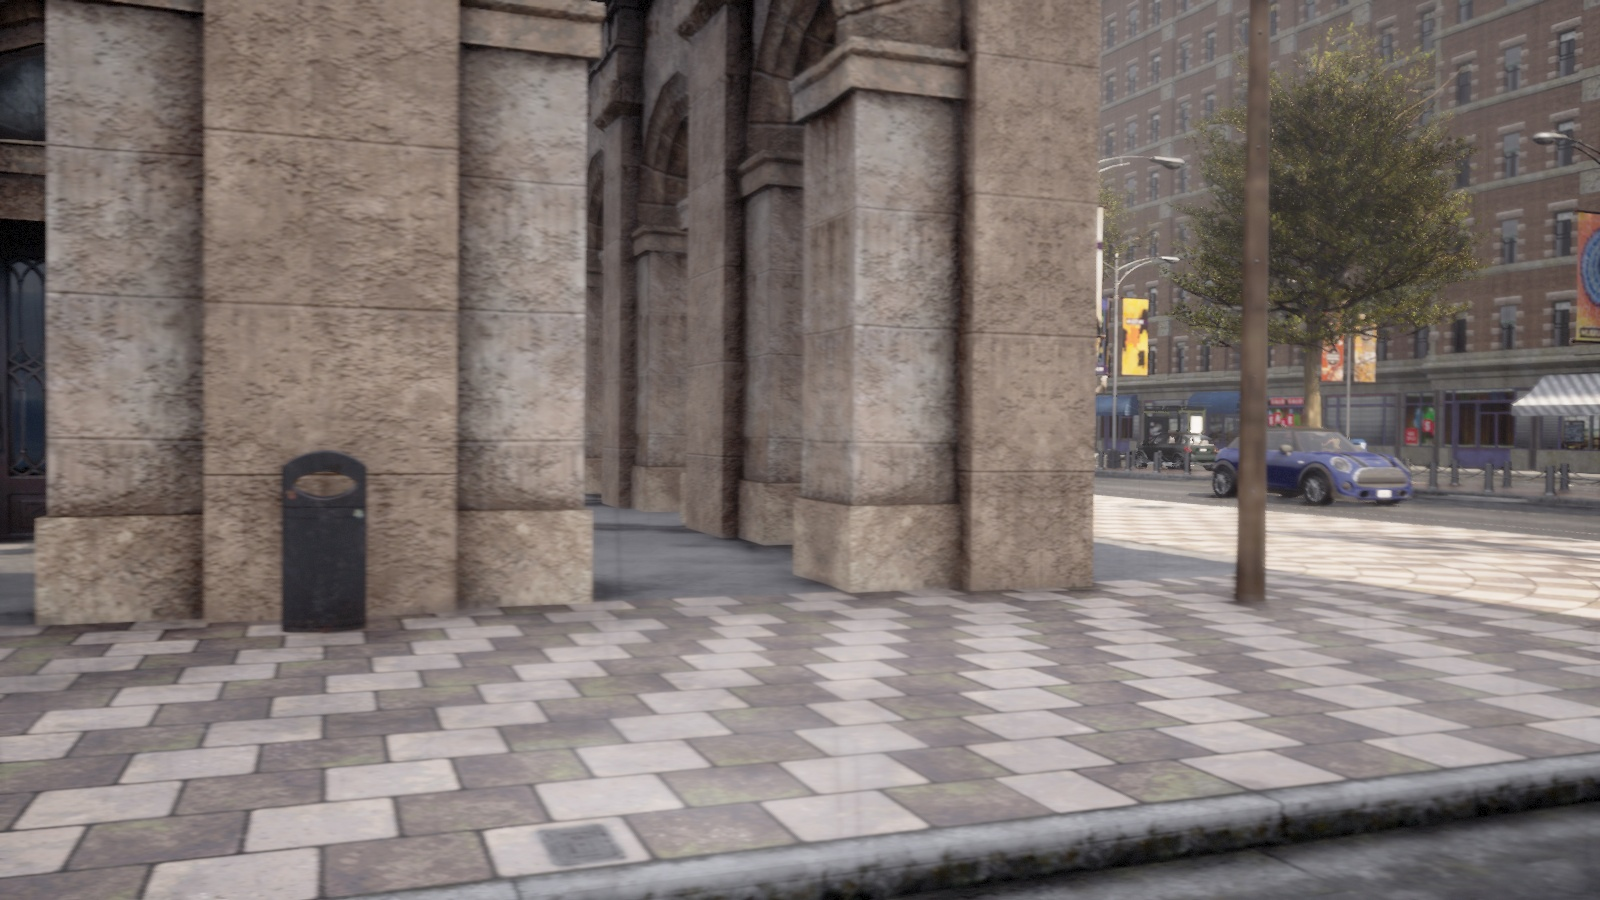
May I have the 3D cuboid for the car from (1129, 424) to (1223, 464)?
[{"bbox_3d":[15.139,-0.267,50.730,1.789,1.549,3.705,-1,1,-20],"label":"car"}]

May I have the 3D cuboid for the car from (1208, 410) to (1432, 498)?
[{"bbox_3d":[11.448,0.039,28.017,2.097,1.767,4.553,-1,1,-19],"label":"car"}]
